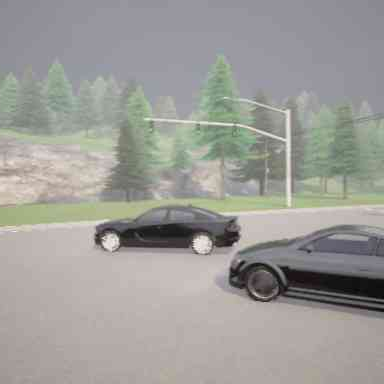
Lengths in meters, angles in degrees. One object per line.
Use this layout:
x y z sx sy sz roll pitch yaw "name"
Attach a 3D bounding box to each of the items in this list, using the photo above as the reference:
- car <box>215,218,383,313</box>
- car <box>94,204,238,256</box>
2.817 1.333 6.370 4.181 1.385 1.994 0 2 29 "car"
-0.874 1.170 11.292 5.008 1.535 1.882 -1 1 13 "car"
